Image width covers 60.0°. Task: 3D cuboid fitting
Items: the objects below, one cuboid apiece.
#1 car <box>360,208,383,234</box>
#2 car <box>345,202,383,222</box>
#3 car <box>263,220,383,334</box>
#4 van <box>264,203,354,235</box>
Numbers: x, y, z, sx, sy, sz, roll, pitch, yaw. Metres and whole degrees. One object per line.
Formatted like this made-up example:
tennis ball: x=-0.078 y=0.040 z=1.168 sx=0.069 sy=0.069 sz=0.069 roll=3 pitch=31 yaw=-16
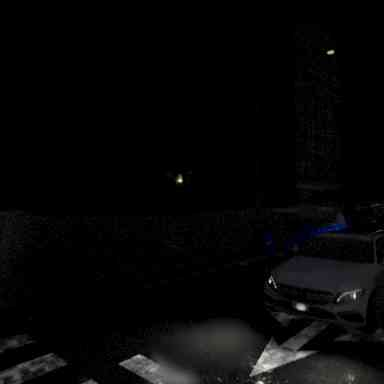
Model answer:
car: x=11.852 y=1.687 z=20.262 sx=1.802 sy=1.307 sz=4.206 roll=-1 pitch=-1 yaw=43
car: x=7.994 y=1.418 z=16.096 sx=2.192 sy=1.841 sz=5.009 roll=-1 pitch=-1 yaw=43
car: x=3.310 y=1.577 z=7.089 sx=1.812 sy=1.442 sz=4.674 roll=-1 pitch=-1 yaw=42
van: x=4.141 y=1.442 z=11.927 sx=1.690 sy=1.788 sz=3.998 roll=-1 pitch=-1 yaw=43
